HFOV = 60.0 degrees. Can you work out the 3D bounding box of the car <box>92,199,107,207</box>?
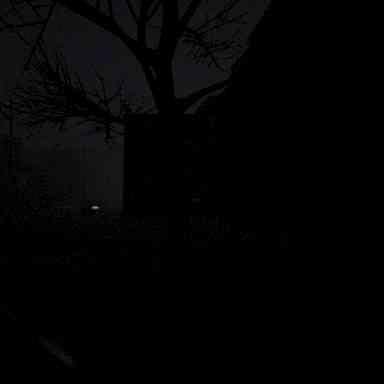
[{"bbox_3d":[-16.520,1.840,58.019,1.994,1.385,4.181,1,0,11],"label":"car"}]
